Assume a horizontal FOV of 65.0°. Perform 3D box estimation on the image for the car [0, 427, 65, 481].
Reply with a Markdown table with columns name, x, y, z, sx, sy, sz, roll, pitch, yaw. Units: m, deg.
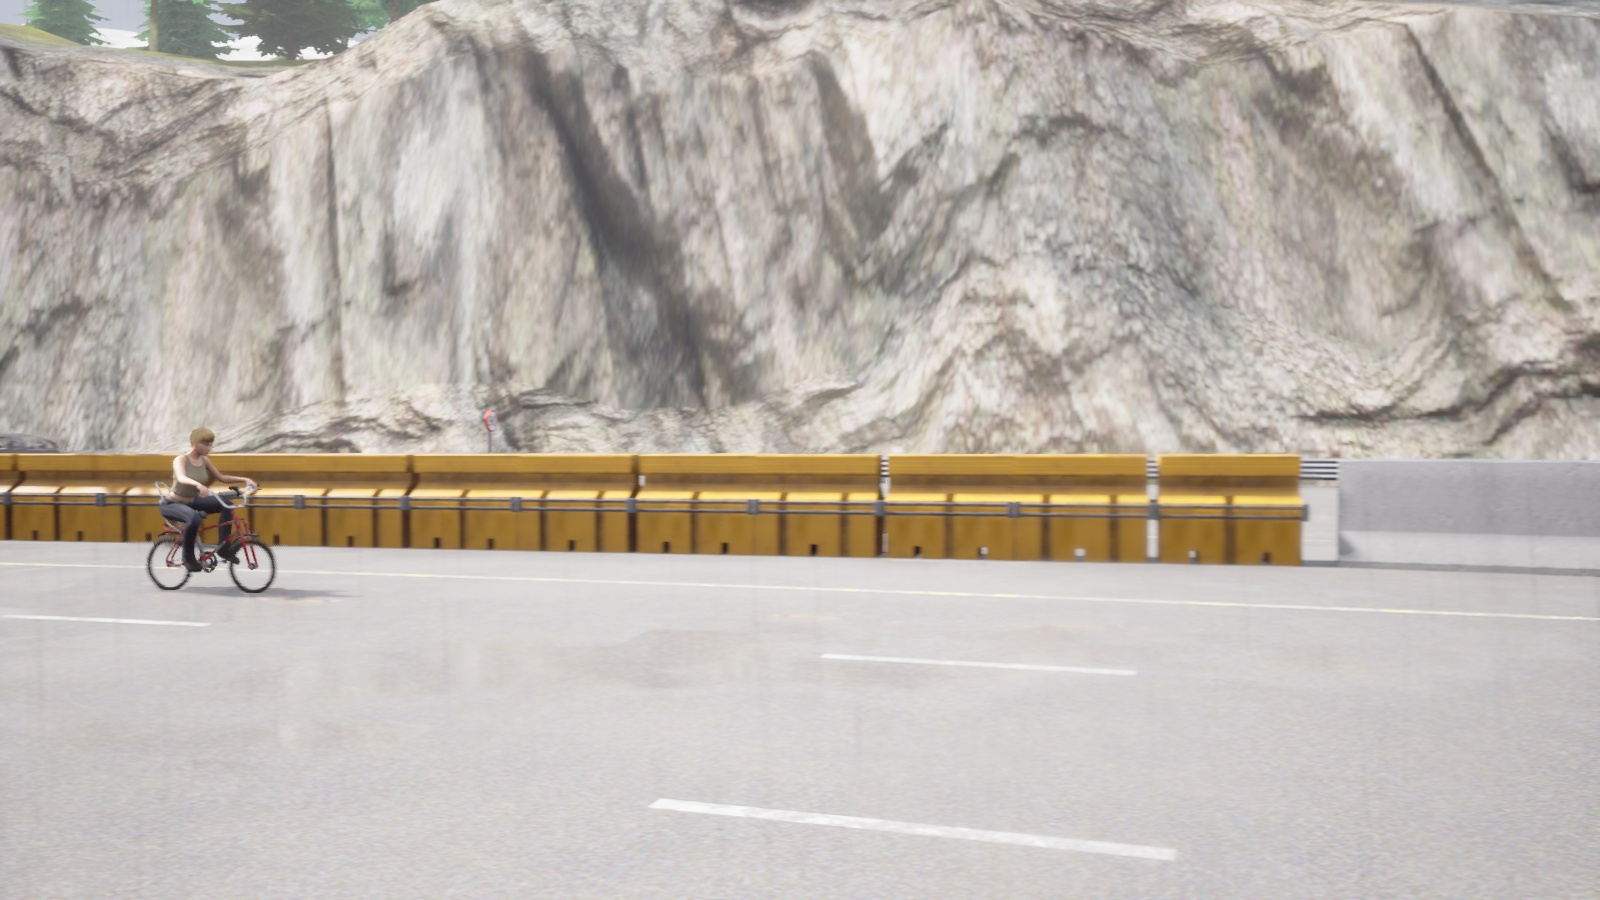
| name | x | y | z | sx | sy | sz | roll | pitch | yaw |
| --- | --- | --- | --- | --- | --- | --- | --- | --- | --- |
| car | -24.634 | 0.092 | 38.190 | 3.705 | 1.549 | 1.789 | 1 | 1 | 13 |

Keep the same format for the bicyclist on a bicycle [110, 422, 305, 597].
| name | x | y | z | sx | sy | sz | roll | pitch | yaw |
| --- | --- | --- | --- | --- | --- | --- | --- | --- | --- |
| bicyclist on a bicycle | -5.760 | 0.541 | 12.250 | 1.509 | 1.612 | 0.866 | 0 | 1 | 15 |
